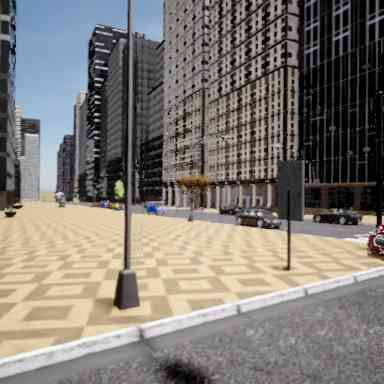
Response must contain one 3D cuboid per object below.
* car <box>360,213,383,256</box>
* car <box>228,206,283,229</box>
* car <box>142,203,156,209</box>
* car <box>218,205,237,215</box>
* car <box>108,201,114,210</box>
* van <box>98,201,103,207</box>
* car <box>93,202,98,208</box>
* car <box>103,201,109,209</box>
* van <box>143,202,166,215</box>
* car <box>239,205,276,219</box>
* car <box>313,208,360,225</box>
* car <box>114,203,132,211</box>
[{"bbox_3d":[8.234,1.430,11.471,4.553,1.767,2.097,2,2,-30],"label":"car"},{"bbox_3d":[4.971,1.967,25.167,2.008,1.369,4.403,0,-1,-26],"label":"car"},{"bbox_3d":[-9.581,3.093,74.364,1.802,1.307,4.206,0,-1,-26],"label":"car"},{"bbox_3d":[5.147,2.412,44.004,1.947,1.339,4.313,0,-1,-26],"label":"car"},{"bbox_3d":[-14.593,2.809,65.497,1.752,1.417,4.829,0,-1,-26],"label":"car"},{"bbox_3d":[-19.578,2.855,75.772,1.690,1.788,3.998,0,-1,-26],"label":"van"},{"bbox_3d":[-24.484,3.288,85.889,1.887,1.381,4.507,0,-1,-26],"label":"car"},{"bbox_3d":[-17.121,2.945,70.709,1.887,1.381,4.507,0,-1,-26],"label":"car"},{"bbox_3d":[-4.850,2.185,45.412,1.690,1.788,3.998,0,-1,-26],"label":"van"},{"bbox_3d":[7.601,2.305,38.943,1.947,1.339,4.313,0,-1,-26],"label":"car"},{"bbox_3d":[12.511,2.077,28.823,2.008,1.369,4.403,0,-1,-26],"label":"car"},{"bbox_3d":[-12.212,2.726,60.589,2.008,1.369,4.403,0,-1,-26],"label":"car"}]
